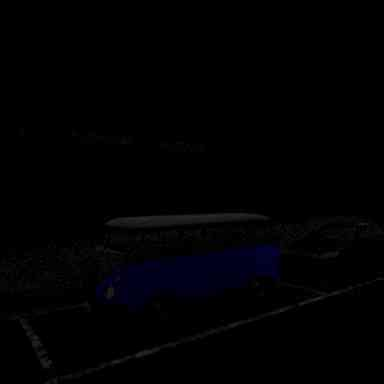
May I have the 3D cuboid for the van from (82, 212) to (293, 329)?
[{"bbox_3d":[-0.007,1.335,6.652,3.998,1.788,1.690,0,0,-35],"label":"van"}]

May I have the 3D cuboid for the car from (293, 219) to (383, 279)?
[{"bbox_3d":[4.609,1.569,9.942,4.206,1.307,1.802,0,0,-35],"label":"car"}]
